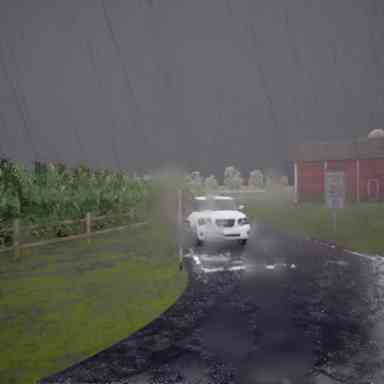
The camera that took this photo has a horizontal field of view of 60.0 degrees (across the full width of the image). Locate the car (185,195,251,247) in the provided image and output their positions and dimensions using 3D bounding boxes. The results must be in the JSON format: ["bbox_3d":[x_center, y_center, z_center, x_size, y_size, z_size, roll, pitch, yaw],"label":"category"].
[{"bbox_3d":[1.061,1.196,15.445,2.150,2.045,5.566,-1,0,-5],"label":"car"}]

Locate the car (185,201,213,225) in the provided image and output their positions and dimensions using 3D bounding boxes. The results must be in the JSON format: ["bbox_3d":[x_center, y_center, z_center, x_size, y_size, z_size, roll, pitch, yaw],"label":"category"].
[{"bbox_3d":[0.411,1.508,25.478,1.837,1.490,4.892,-1,0,-2],"label":"car"}]

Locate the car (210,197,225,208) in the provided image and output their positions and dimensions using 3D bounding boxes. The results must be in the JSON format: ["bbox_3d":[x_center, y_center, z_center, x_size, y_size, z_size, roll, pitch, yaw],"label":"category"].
[{"bbox_3d":[3.673,1.515,48.249,1.994,1.385,4.181,-1,0,3],"label":"car"}]
